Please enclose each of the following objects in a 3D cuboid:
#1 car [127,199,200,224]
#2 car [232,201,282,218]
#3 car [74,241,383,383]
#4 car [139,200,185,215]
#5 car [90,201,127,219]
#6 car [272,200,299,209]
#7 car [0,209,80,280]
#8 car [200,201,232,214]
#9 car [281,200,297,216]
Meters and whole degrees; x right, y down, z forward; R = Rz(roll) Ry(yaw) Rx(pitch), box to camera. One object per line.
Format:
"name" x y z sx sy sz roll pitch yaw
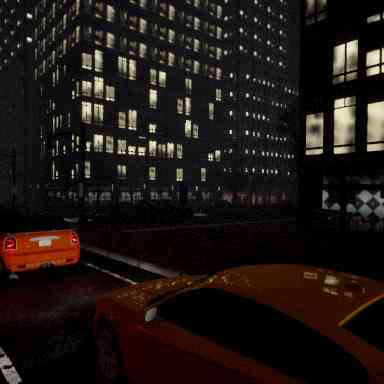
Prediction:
"car" -2.211 1.523 26.669 5.009 1.841 2.192 1 0 -39
"car" 6.660 1.832 33.906 4.829 1.417 1.752 1 0 -39
"car" 0.749 1.476 3.245 1.882 1.535 5.008 0 0 -40
"car" -3.272 1.647 36.619 4.829 1.417 1.752 1 0 -39
"car" -6.853 1.609 30.396 4.892 1.490 1.837 1 1 -38
"car" 14.336 1.881 50.979 4.313 1.339 1.947 1 0 -39
"car" -5.193 1.347 10.285 2.097 1.767 4.553 0 0 -40
"car" 3.013 1.761 38.391 5.357 1.411 2.033 0 1 -39
"car" 10.899 1.935 37.363 4.206 1.307 1.802 1 0 -39
